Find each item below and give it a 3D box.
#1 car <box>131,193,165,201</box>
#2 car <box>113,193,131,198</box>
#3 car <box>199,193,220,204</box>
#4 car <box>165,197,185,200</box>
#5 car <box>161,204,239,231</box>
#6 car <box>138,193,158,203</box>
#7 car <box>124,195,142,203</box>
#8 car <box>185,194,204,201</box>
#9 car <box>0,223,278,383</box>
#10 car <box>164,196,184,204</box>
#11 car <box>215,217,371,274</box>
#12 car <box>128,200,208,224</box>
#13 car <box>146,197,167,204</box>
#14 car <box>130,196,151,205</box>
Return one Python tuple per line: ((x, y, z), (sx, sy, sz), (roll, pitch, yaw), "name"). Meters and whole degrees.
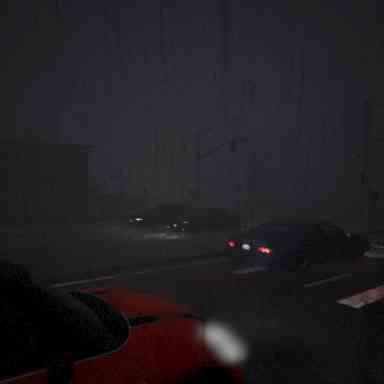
((-6.933, 1.241, 51.834), (2.150, 2.045, 5.566), (0, 0, -35), "car")
((-12.866, 1.241, 60.038), (2.150, 2.045, 5.566), (0, 0, -36), "car")
((2.353, 1.250, 56.940), (2.150, 2.045, 5.566), (0, 0, -36), "car")
((-3.902, 1.570, 53.620), (2.033, 1.411, 5.357), (0, 0, -36), "car")
((0.730, 1.573, 18.637), (4.181, 1.385, 1.994), (0, 0, -35), "car")
((-9.811, 1.253, 73.773), (2.150, 2.045, 5.566), (0, 0, -36), "car")
((-12.903, 1.503, 72.072), (1.882, 1.535, 5.008), (0, 0, -36), "car")
((-0.903, 1.573, 55.450), (2.033, 1.411, 5.357), (0, 0, -36), "car")
((-1.708, 1.352, 2.528), (4.553, 1.767, 2.097), (0, 0, -36), "car")
((-3.529, 1.592, 65.092), (1.994, 1.385, 4.181), (0, 0, -37), "car")
((3.531, 1.555, 10.592), (5.357, 1.411, 2.033), (0, 0, -35), "car")
((-1.655, 1.514, 21.235), (4.892, 1.490, 1.837), (0, 0, -35), "car")
((-6.786, 1.626, 63.610), (1.895, 1.301, 4.718), (0, 0, -36), "car")
((-9.491, 1.528, 61.357), (1.837, 1.490, 4.892), (0, 0, -36), "car")
